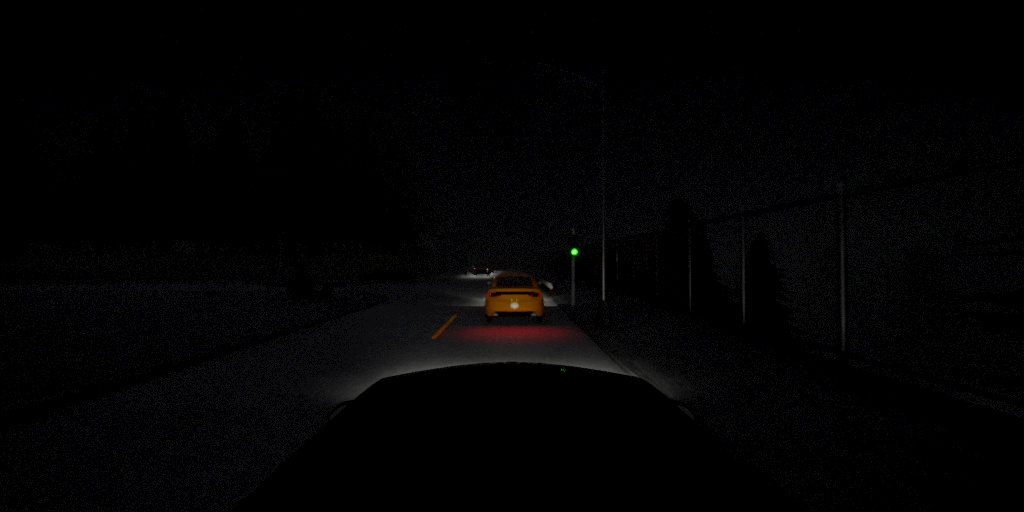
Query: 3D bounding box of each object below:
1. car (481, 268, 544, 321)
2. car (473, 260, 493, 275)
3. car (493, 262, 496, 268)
[{"bbox_3d":[0.084,1.380,13.251,1.882,1.535,5.008,0,-1,0],"label":"car"},{"bbox_3d":[-4.096,1.732,49.413,2.097,1.767,4.553,0,-1,0],"label":"car"},{"bbox_3d":[-4.077,2.116,59.685,1.895,1.301,4.718,0,-1,0],"label":"car"}]
